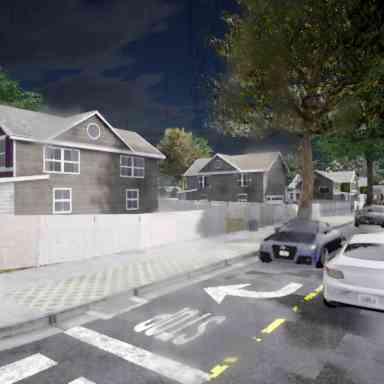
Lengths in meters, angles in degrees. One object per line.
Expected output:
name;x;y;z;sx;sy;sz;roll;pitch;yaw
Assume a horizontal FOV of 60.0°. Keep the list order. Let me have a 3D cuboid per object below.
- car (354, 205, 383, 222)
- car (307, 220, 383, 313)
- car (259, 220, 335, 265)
car;12.981;1.738;23.873;1.837;1.490;4.892;-1;-1;36
car;4.210;1.576;7.220;1.812;1.442;4.674;-1;-1;36
car;3.962;1.684;11.678;1.994;1.385;4.181;-1;-1;36
